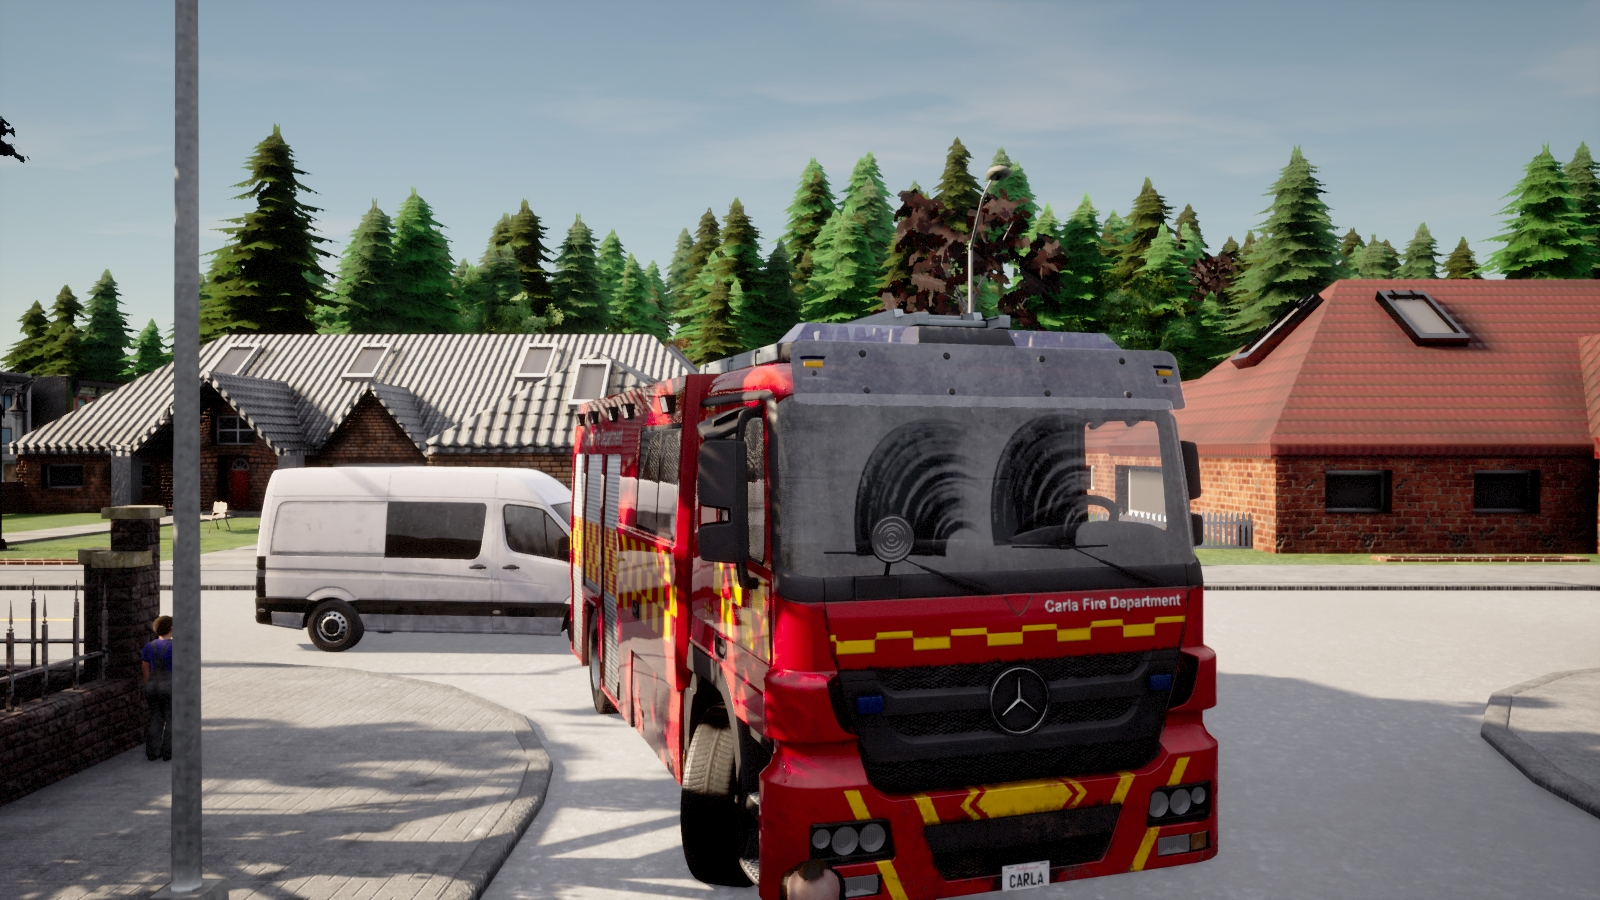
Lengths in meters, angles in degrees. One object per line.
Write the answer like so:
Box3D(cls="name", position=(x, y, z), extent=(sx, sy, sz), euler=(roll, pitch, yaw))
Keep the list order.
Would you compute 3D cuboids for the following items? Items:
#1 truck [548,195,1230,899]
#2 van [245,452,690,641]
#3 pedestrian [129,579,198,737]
Box3D(cls="truck", position=(-0.279, 0.670, 10.050), extent=(2.891, 3.827, 8.468), euler=(0, 0, -19))
Box3D(cls="van", position=(-4.701, 1.314, 16.673), extent=(5.915, 2.561, 1.988), euler=(0, 0, 4))
Box3D(cls="pedestrian", position=(-5.561, 1.806, 9.983), extent=(0.375, 1.300, 0.375), euler=(0, 0, 9))
